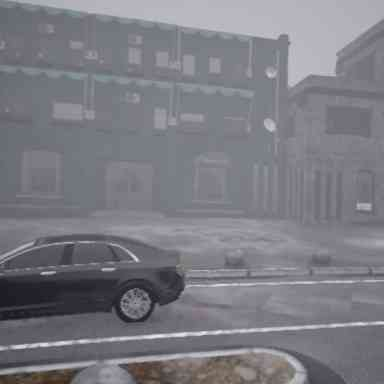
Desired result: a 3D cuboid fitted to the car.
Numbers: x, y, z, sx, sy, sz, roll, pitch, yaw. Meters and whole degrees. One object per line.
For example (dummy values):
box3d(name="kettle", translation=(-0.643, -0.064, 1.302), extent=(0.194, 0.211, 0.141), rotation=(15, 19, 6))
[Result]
box3d(name="car", translation=(-2.557, 1.588, 6.428), extent=(4.892, 1.490, 1.837), rotation=(0, -2, -13))
